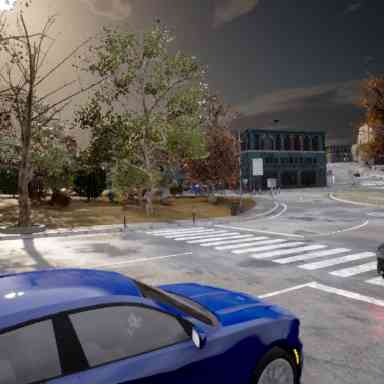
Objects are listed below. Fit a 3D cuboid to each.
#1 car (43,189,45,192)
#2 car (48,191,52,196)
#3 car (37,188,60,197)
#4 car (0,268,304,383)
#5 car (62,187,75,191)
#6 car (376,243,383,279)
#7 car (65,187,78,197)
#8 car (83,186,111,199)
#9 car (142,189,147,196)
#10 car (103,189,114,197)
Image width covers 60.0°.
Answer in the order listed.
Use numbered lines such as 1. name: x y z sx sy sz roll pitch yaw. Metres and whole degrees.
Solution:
1. car: -30.077 0.261 73.450 2.097 1.535 5.008 0 2 18
2. car: -27.743 0.293 71.614 2.231 1.521 4.892 -1 2 18
3. car: -32.434 0.101 75.250 2.185 1.767 4.553 0 2 18
4. car: -1.039 1.477 3.007 5.008 1.535 1.882 0 0 -36
5. car: -25.392 0.061 69.763 2.435 2.045 5.566 0 2 17
6. car: 6.560 1.474 8.409 4.892 1.490 1.837 0 0 -35
7. car: -23.024 0.350 67.963 2.163 1.488 4.792 -1 2 17
8. car: -18.280 0.053 64.423 2.435 2.045 5.566 -2 2 17
9. car: -8.722 -0.083 57.303 2.435 2.045 5.566 -1 2 16
10. car: -13.518 0.124 60.817 2.185 1.767 4.553 -2 2 16
